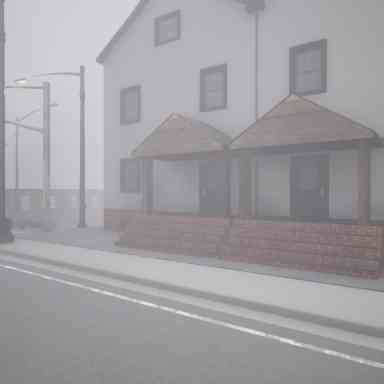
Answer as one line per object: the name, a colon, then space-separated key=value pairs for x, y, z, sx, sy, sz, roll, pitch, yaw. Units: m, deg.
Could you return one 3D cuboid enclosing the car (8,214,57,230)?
car: x=-14.101 y=2.655 z=29.350 sx=1.994 sy=1.385 sz=4.181 roll=0 pitch=-9 yaw=36
